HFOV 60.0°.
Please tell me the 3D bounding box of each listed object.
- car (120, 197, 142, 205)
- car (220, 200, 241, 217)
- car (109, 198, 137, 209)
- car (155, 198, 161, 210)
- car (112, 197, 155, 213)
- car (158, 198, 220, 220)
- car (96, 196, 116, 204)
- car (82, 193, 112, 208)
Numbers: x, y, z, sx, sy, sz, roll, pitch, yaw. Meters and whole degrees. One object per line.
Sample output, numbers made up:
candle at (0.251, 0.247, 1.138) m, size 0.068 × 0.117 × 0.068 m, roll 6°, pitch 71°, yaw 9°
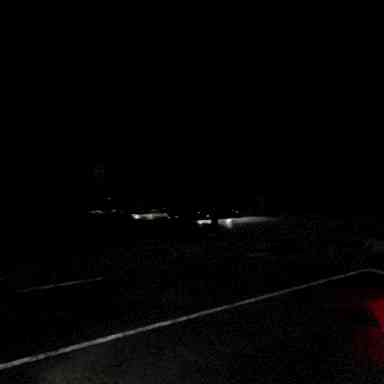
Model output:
car at (-10.906, 1.593, 59.038) m, size 1.895 × 1.301 × 4.718 m, roll 0°, pitch 0°, yaw -39°
car at (2.431, 1.498, 30.890) m, size 1.837 × 1.490 × 4.892 m, roll 0°, pitch 0°, yaw -39°
car at (-9.629, 1.595, 45.937) m, size 1.895 × 1.301 × 4.718 m, roll 0°, pitch 0°, yaw -39°
car at (-3.456, 1.485, 38.232) m, size 2.128 × 1.511 × 4.902 m, roll 0°, pitch 0°, yaw -39°
car at (-6.521, 1.473, 36.458) m, size 1.882 × 1.535 × 5.008 m, roll 0°, pitch 0°, yaw -39°
car at (-0.387, 1.542, 28.810) m, size 2.033 × 1.411 × 5.357 m, roll 0°, pitch 0°, yaw -39°
car at (-17.239, 1.490, 66.829) m, size 2.128 × 1.511 × 4.902 m, roll 0°, pitch 0°, yaw -38°
car at (-13.054, 1.217, 44.618) m, size 2.150 × 2.045 × 5.566 m, roll 0°, pitch 0°, yaw -38°
